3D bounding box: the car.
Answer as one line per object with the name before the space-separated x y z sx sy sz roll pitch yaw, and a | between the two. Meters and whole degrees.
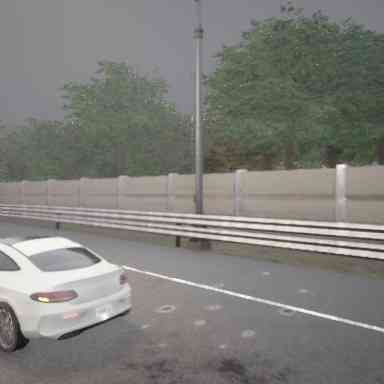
car | -3.129 1.533 6.111 4.674 1.442 1.812 0 0 36
